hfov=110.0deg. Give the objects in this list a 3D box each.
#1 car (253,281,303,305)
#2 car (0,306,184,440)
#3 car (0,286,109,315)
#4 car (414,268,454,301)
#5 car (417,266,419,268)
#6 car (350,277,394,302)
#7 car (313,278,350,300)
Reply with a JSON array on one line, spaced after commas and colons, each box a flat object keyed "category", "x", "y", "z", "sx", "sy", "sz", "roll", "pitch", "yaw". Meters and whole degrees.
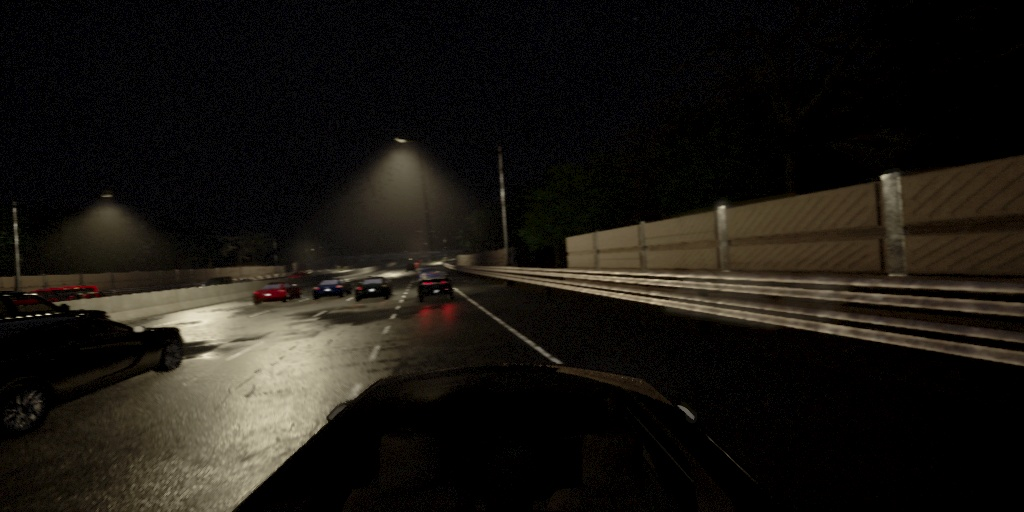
[{"category": "car", "x": -16.445, "y": 2.554, "z": 25.358, "sx": 1.994, "sy": 1.385, "sz": 4.181, "roll": -4, "pitch": 0, "yaw": -14}, {"category": "car", "x": -7.958, "y": 1.786, "z": 6.085, "sx": 1.882, "sy": 1.535, "sz": 5.008, "roll": -4, "pitch": 0, "yaw": -14}, {"category": "car", "x": -12.053, "y": 1.815, "z": 7.932, "sx": 2.150, "sy": 2.045, "sz": 5.566, "roll": -4, "pitch": 0, "yaw": -14}, {"category": "car", "x": -4.482, "y": 1.659, "z": 20.763, "sx": 2.128, "sy": 1.511, "sz": 4.902, "roll": -4, "pitch": 0, "yaw": -14}, {"category": "car", "x": -8.902, "y": 2.041, "z": 38.357, "sx": 1.882, "sy": 1.535, "sz": 5.008, "roll": -4, "pitch": 0, "yaw": -14}, {"category": "car", "x": -8.765, "y": 2.031, "z": 23.058, "sx": 1.994, "sy": 1.385, "sz": 4.181, "roll": -4, "pitch": 0, "yaw": -14}, {"category": "car", "x": -13.117, "y": 2.339, "z": 26.450, "sx": 1.994, "sy": 1.385, "sz": 4.181, "roll": -4, "pitch": 0, "yaw": -14}]
